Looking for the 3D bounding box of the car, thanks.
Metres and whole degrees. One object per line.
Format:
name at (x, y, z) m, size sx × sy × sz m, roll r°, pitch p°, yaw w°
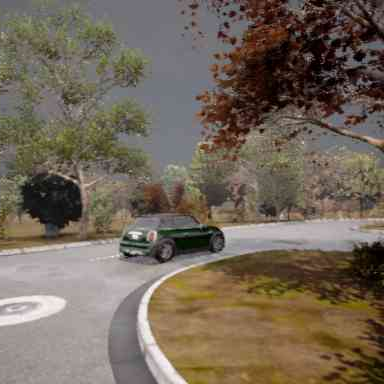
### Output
car at (-0.626, 1.651, 13.387) m, size 2.097 × 1.767 × 4.553 m, roll -2°, pitch -3°, yaw 41°
